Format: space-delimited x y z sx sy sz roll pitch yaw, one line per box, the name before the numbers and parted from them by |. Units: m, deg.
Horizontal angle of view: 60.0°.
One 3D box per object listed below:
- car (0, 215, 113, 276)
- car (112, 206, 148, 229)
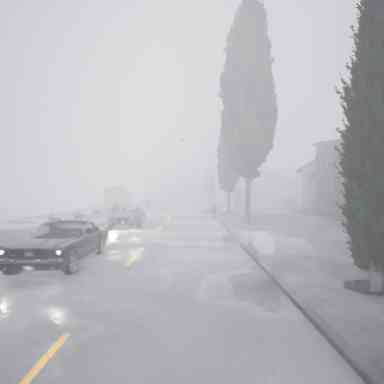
car | -4.109 1.616 10.581 1.895 1.301 4.718 0 0 0
car | -4.097 1.587 21.721 1.994 1.385 4.181 0 0 0
